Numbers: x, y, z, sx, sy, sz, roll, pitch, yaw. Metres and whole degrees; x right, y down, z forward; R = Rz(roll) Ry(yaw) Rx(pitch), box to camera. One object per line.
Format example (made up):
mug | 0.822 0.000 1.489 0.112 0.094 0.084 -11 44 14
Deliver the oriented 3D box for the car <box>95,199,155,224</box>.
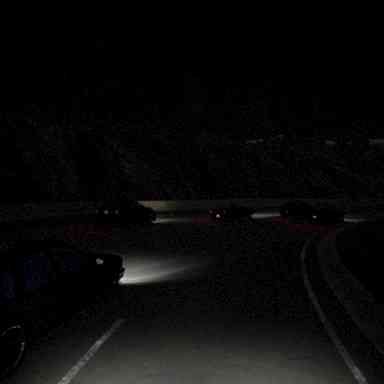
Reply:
car | -4.435 1.309 22.761 2.097 1.767 4.553 1 0 27

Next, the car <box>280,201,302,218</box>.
car | 9.889 1.525 30.218 1.882 1.535 5.008 0 0 44

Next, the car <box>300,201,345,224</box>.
car | 10.214 1.578 25.461 1.812 1.442 4.674 0 0 40

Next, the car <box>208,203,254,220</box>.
car | 3.442 1.607 28.285 1.895 1.301 4.718 0 0 38

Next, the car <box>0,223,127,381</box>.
car | -2.839 1.525 5.452 2.033 1.411 5.357 0 0 9
